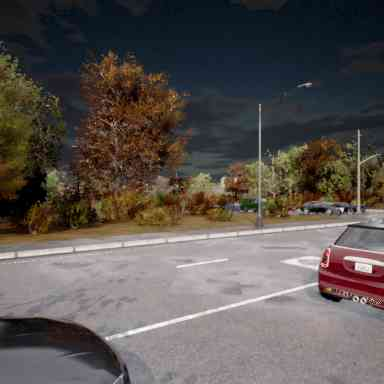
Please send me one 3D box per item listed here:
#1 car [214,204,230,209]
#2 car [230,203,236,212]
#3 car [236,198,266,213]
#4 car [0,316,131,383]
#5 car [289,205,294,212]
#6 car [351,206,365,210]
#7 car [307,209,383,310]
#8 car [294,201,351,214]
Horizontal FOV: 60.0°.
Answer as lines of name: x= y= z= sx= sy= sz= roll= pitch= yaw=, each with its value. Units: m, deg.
car: x=3.504 y=2.647 z=52.967 sx=1.895 sy=1.301 sz=4.718 roll=0 pitch=-3 yaw=-32
car: x=6.896 y=2.563 z=54.135 sx=2.033 sy=1.411 sz=5.357 roll=0 pitch=-3 yaw=-32
car: x=8.823 y=1.767 z=44.433 sx=2.150 sy=2.045 sz=5.566 roll=0 pitch=-3 yaw=-32
car: x=-2.718 y=1.492 z=1.814 sx=4.902 sy=1.511 sz=2.128 roll=0 pitch=0 yaw=-35
car: x=12.107 y=2.009 z=45.779 sx=1.882 sy=1.535 sz=5.008 roll=0 pitch=-3 yaw=-32
car: x=17.093 y=1.826 z=37.790 sx=1.895 sy=1.301 sz=4.718 roll=0 pitch=-1 yaw=-32
car: x=4.773 y=1.362 z=7.098 sx=4.553 sy=1.767 sz=2.097 roll=0 pitch=0 yaw=-35
car: x=14.052 y=1.708 z=36.044 sx=2.128 sy=1.511 sz=4.902 roll=0 pitch=-1 yaw=-32
